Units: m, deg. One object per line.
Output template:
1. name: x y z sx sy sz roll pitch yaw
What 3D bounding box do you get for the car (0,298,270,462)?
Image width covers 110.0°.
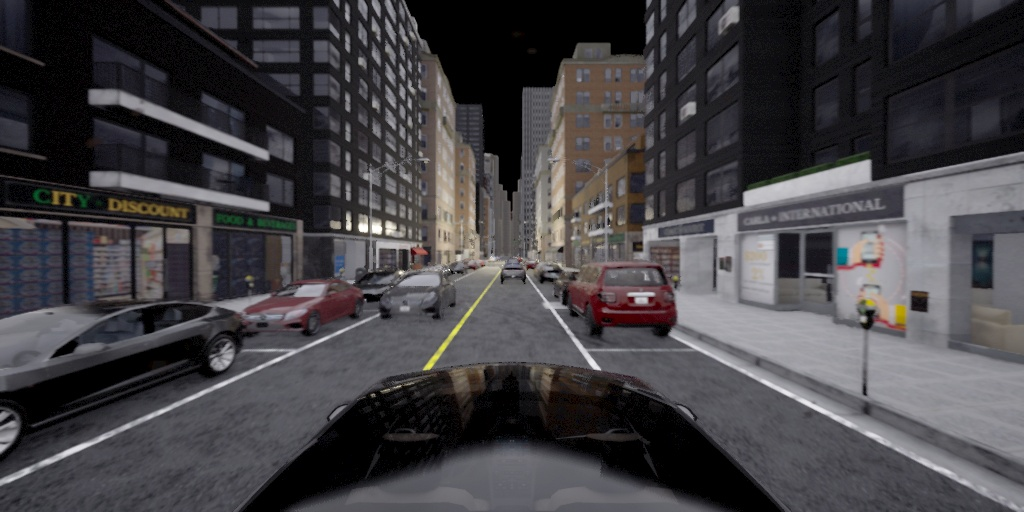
1. car: -5.670 1.314 4.718 1.948 1.339 4.313 0 0 0

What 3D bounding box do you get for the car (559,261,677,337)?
1. car: 2.855 1.060 10.269 2.192 1.841 5.009 0 0 0

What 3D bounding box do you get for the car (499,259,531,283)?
1. car: 0.094 1.226 27.335 2.128 1.511 4.902 0 0 0

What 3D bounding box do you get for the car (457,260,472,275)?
1. car: -5.678 1.295 37.903 1.948 1.339 4.313 0 0 0

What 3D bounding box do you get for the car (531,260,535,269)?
1. car: 2.849 1.258 32.556 1.751 1.417 4.829 0 0 0

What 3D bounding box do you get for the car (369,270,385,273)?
1. car: -5.672 1.308 15.780 1.948 1.339 4.313 0 0 0

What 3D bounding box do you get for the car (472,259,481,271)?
1. car: -5.680 1.266 48.964 1.888 1.381 4.507 0 0 0

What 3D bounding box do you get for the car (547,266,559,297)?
1. car: 2.853 1.308 15.798 1.948 1.339 4.313 0 0 0

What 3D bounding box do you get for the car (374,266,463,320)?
1. car: -3.089 1.269 12.696 1.812 1.442 4.674 0 0 0

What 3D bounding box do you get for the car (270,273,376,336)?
1. car: -5.671 1.327 10.249 1.802 1.307 4.207 0 0 0

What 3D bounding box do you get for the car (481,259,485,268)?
1. car: -5.681 1.267 54.495 2.007 1.370 4.403 0 0 0

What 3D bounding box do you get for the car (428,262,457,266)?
1. car: -5.675 1.286 26.841 2.007 1.370 4.403 0 0 0

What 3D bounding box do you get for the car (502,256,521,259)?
1. car: 0.089 1.075 47.657 2.097 1.767 4.553 0 0 0

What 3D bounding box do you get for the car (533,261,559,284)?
1. car: 2.851 1.302 26.857 1.948 1.339 4.313 0 0 0
